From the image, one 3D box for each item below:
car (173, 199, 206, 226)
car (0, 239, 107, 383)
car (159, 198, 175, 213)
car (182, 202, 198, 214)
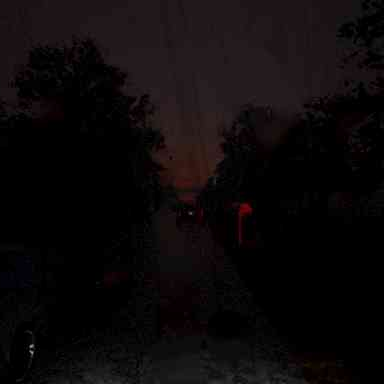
[{"bbox_3d":[-0.104,1.560,25.353,2.097,1.767,4.553,0,-1,-1],"label":"car"},{"bbox_3d":[-2.872,1.567,5.560,2.033,1.411,5.357,0,0,0],"label":"car"},{"bbox_3d":[-3.212,1.831,46.064,2.150,2.045,5.566,0,-2,0],"label":"car"},{"bbox_3d":[-0.265,2.019,43.013,1.882,1.535,5.008,0,-1,-1],"label":"car"}]
